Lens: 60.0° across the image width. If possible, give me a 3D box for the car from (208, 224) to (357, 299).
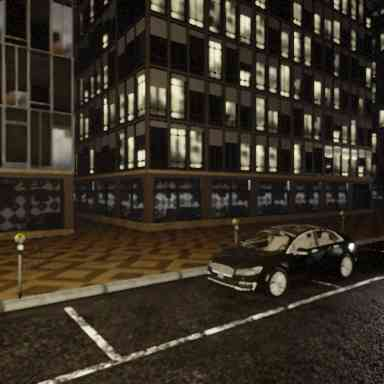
[{"bbox_3d":[2.384,1.514,8.257,4.403,1.369,2.008,0,0,-36],"label":"car"}]
